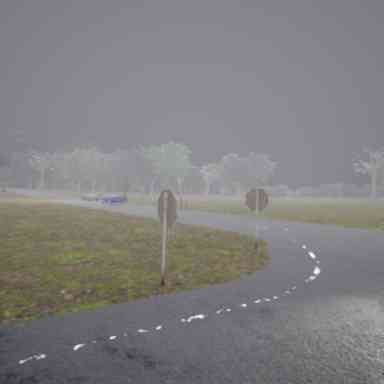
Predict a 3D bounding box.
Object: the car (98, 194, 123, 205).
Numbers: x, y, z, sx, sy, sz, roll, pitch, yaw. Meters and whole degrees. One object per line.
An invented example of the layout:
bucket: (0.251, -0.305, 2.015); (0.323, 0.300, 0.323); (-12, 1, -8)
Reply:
car: (-12.072, 1.046, 50.379); (1.882, 1.535, 5.008); (2, 0, -35)

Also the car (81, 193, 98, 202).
car: (-18.010, 0.913, 58.938); (2.033, 1.411, 5.357); (2, 0, -35)
